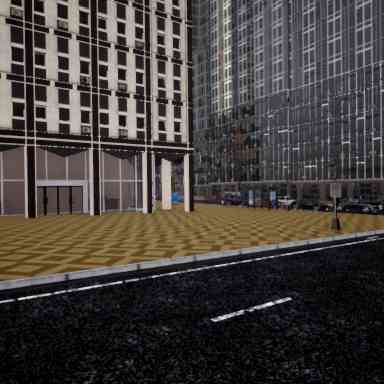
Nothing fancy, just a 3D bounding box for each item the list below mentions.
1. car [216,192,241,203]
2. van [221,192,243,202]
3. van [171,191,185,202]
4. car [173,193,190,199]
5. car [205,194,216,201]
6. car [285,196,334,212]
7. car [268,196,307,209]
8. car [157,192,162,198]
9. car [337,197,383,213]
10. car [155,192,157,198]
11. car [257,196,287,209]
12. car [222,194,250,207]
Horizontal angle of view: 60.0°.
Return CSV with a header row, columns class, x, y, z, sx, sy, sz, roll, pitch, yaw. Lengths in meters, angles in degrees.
class,x,y,z,sx,sy,sz,roll,pitch,yaw
car,6.299,1.174,51.140,1.837,1.490,4.892,-1,1,-34
van,7.158,0.853,60.177,1.690,1.788,3.998,-1,1,-34
van,-2.968,0.935,60.168,1.690,1.788,3.998,0,1,-34
car,-2.427,0.933,74.282,1.802,1.307,4.206,0,1,-34
car,3.963,1.041,64.880,1.802,1.307,4.206,-1,1,-34
car,12.900,1.422,36.595,1.947,1.339,4.313,-1,1,-34
car,12.115,1.289,42.576,1.812,1.442,4.674,-1,1,-34
car,-5.622,0.612,78.979,2.192,1.841,5.009,0,1,-34
car,17.302,1.339,34.941,2.128,1.511,4.902,-1,1,-34
car,-8.817,0.683,83.680,1.967,1.590,4.097,0,1,-34
car,9.719,1.386,41.308,1.802,1.307,4.206,-1,1,-34
car,6.572,1.317,46.041,1.947,1.339,4.313,-1,1,-34
